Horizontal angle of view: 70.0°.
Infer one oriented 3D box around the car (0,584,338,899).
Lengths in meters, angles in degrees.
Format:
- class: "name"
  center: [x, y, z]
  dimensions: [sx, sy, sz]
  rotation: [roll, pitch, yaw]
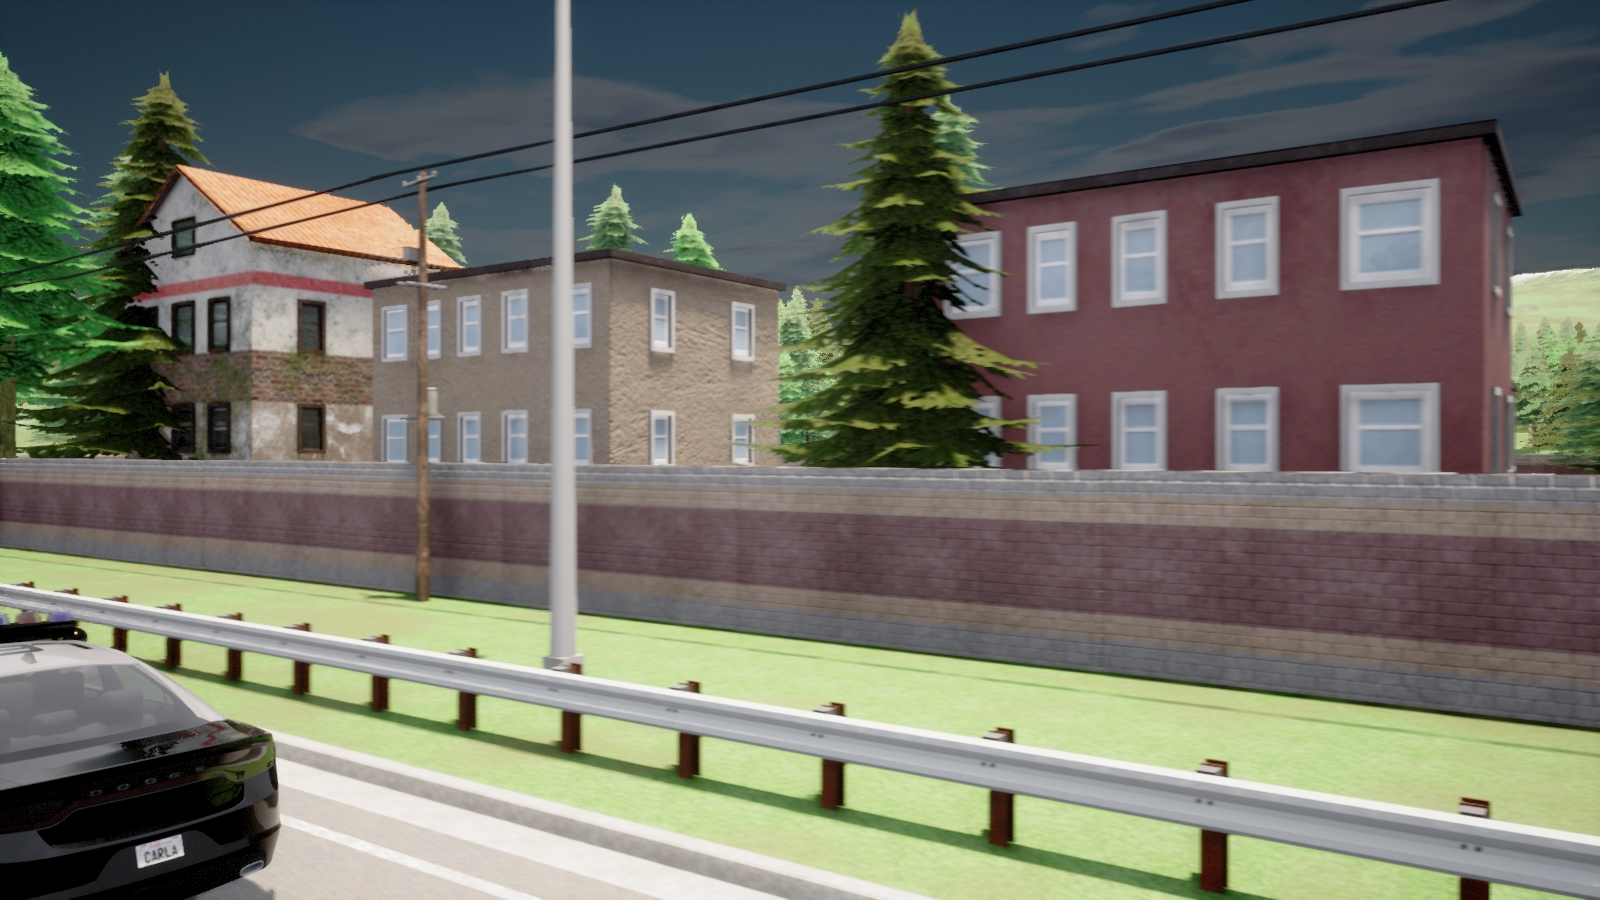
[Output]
- class: "car"
  center: [-5.604, 1.982, 7.707]
  dimensions: [5.238, 1.638, 2.097]
  rotation: [0, 0, 35]
